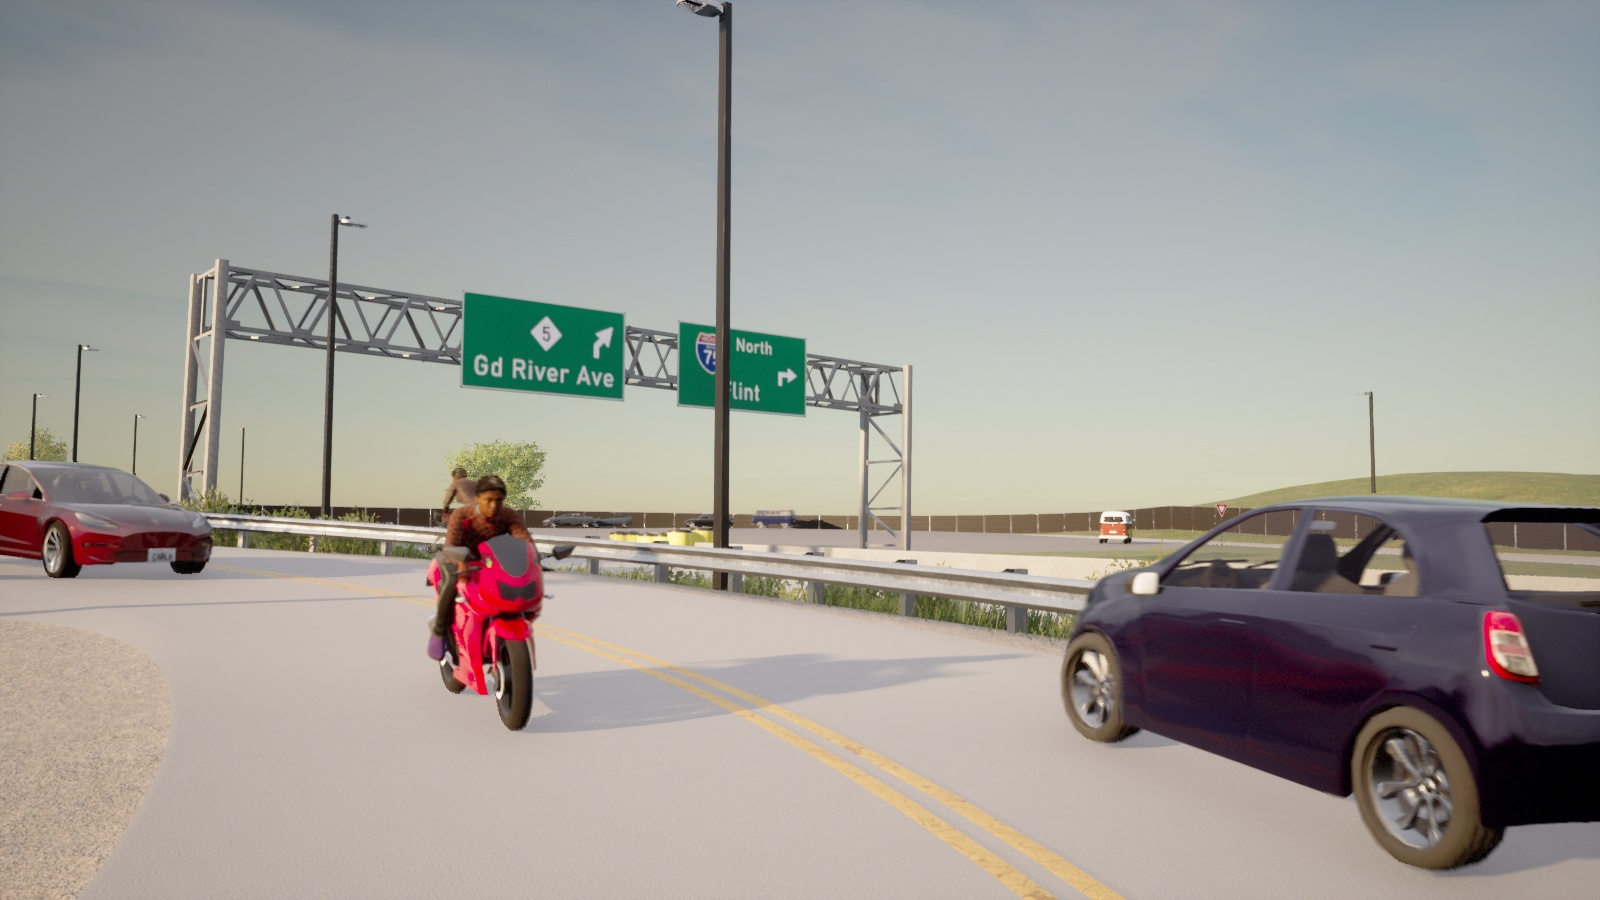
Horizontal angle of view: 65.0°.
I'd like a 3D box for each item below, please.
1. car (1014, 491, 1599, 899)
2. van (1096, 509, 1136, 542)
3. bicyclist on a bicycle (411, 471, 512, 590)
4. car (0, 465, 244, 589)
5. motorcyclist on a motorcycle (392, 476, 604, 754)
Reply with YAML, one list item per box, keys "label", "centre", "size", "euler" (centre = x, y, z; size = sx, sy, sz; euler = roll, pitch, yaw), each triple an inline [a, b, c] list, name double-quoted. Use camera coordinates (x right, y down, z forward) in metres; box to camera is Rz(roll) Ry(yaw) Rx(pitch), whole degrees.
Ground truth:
- label: "car"
  centre: [2.801, 0.993, 6.648]
  size: [1.845, 1.501, 3.633]
  euler: [1, -2, -17]
- label: "van"
  centre: [20.308, 4.799, 80.497]
  size: [2.069, 2.038, 4.480]
  euler: [-1, -3, 19]
- label: "bicyclist on a bicycle"
  centre: [-4.837, 1.118, 17.881]
  size: [1.656, 1.620, 0.582]
  euler: [-1, -3, 44]
- label: "car"
  centre: [-10.237, 0.995, 17.616]
  size: [4.792, 1.488, 2.163]
  euler: [1, -2, 34]
- label: "motorcyclist on a motorcycle"
  centre: [-1.994, 0.936, 8.046]
  size: [0.797, 1.523, 2.044]
  euler: [1, -1, -29]
